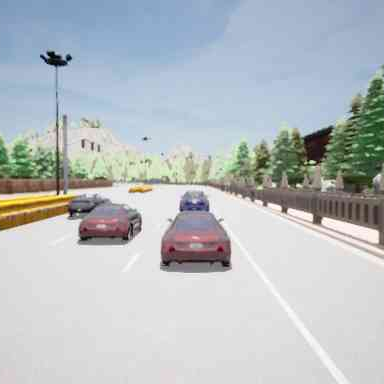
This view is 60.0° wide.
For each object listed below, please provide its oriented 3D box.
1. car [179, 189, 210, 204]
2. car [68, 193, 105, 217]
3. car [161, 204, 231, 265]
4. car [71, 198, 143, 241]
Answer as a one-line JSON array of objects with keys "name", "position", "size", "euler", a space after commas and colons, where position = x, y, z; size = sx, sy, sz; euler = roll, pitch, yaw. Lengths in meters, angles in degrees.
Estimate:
[{"name": "car", "position": [0.177, 0.633, 24.137], "size": [2.097, 1.767, 4.553], "euler": [0, 2, 0]}, {"name": "car", "position": [-6.832, 0.824, 22.666], "size": [2.128, 1.511, 4.902], "euler": [0, 2, 0]}, {"name": "car", "position": [0.113, 1.309, 10.690], "size": [1.994, 1.385, 4.181], "euler": [0, 2, 0]}, {"name": "car", "position": [-3.373, 1.181, 14.393], "size": [1.994, 1.385, 4.181], "euler": [0, 2, 0]}]
